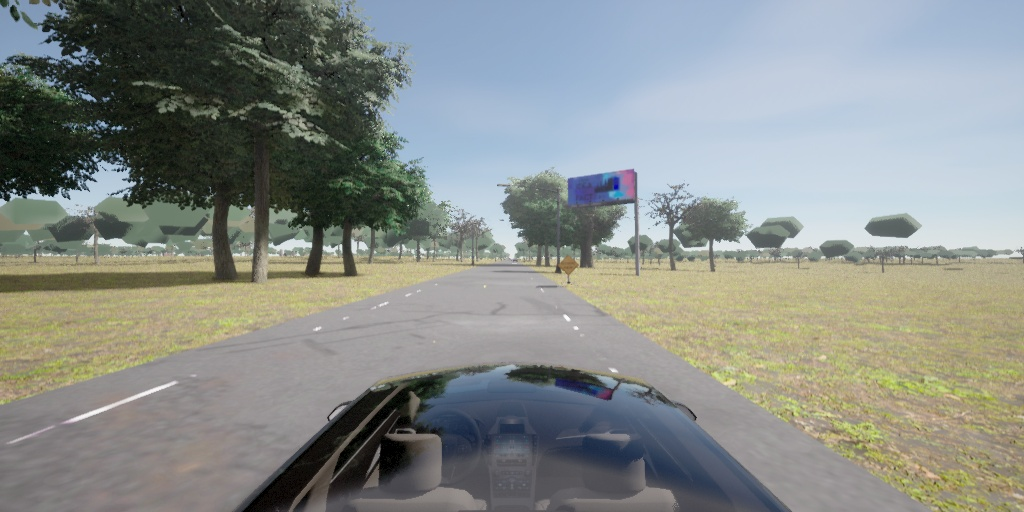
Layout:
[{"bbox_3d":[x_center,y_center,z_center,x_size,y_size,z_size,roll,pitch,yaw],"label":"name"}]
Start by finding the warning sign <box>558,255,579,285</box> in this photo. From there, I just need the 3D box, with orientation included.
[{"bbox_3d":[3.550,0.857,22.474,1.300,1.860,1.060,0,0,0],"label":"warning sign"}]
